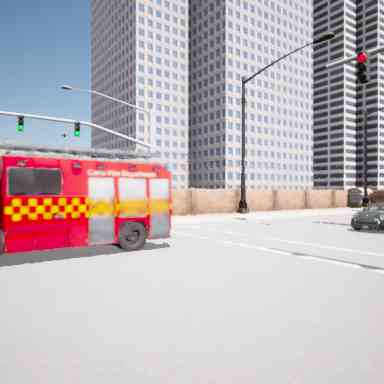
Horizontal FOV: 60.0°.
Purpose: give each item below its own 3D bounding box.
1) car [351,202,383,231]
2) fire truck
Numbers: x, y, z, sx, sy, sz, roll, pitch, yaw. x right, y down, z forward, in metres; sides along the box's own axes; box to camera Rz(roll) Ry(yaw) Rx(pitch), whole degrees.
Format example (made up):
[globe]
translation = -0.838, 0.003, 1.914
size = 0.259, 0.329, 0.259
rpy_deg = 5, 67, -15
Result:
[car]
translation = 11.373, 1.352, 19.545
size = 4.553, 1.767, 2.097
rpy_deg = 0, 0, -35
[fire truck]
translation = -4.946, 0.342, 12.055
size = 8.468, 3.827, 2.891
rpy_deg = 0, 0, -36
